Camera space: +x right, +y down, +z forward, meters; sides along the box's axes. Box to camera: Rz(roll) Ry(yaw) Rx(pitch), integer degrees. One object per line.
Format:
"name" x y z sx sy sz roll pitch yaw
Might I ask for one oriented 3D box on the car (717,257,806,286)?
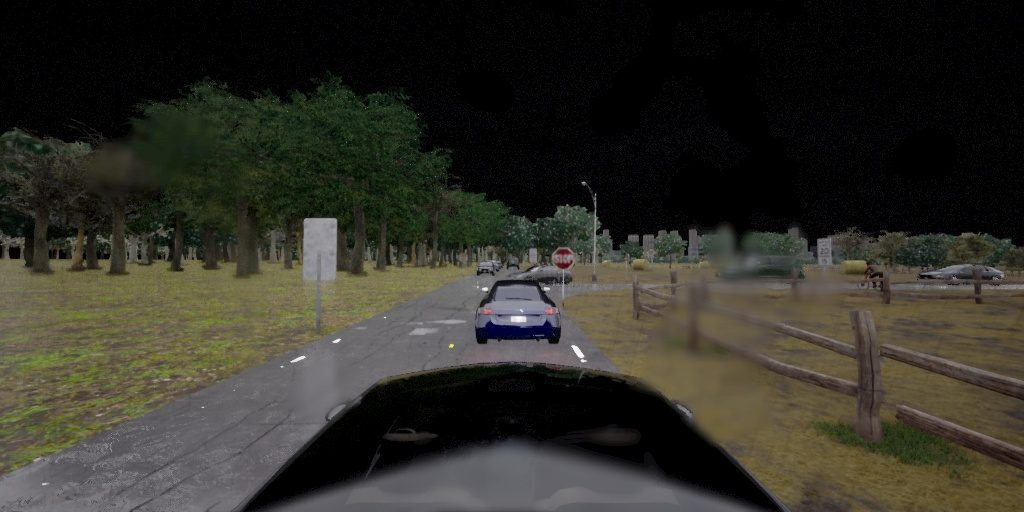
"car" 17.920 1.076 25.849 5.566 2.045 2.150 1 -2 0

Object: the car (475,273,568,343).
"car" 0.114 1.322 9.663 1.994 1.385 4.181 0 0 -1

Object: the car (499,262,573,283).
"car" 1.806 1.277 23.122 4.674 1.442 1.812 1 -2 -32

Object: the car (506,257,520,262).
"car" 0.163 1.242 64.501 2.150 2.045 5.566 0 0 0

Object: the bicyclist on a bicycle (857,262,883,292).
"bicyclist on a bicycle" 19.932 1.168 19.864 0.582 1.620 1.656 0 0 0

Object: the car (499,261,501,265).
"car" -2.788 1.252 48.698 2.097 1.767 4.553 0 0 0

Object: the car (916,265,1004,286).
"car" 32.239 1.376 25.856 4.892 1.490 1.837 0 -2 0

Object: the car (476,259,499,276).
"car" -2.799 1.346 39.424 1.837 1.490 4.892 0 0 0
